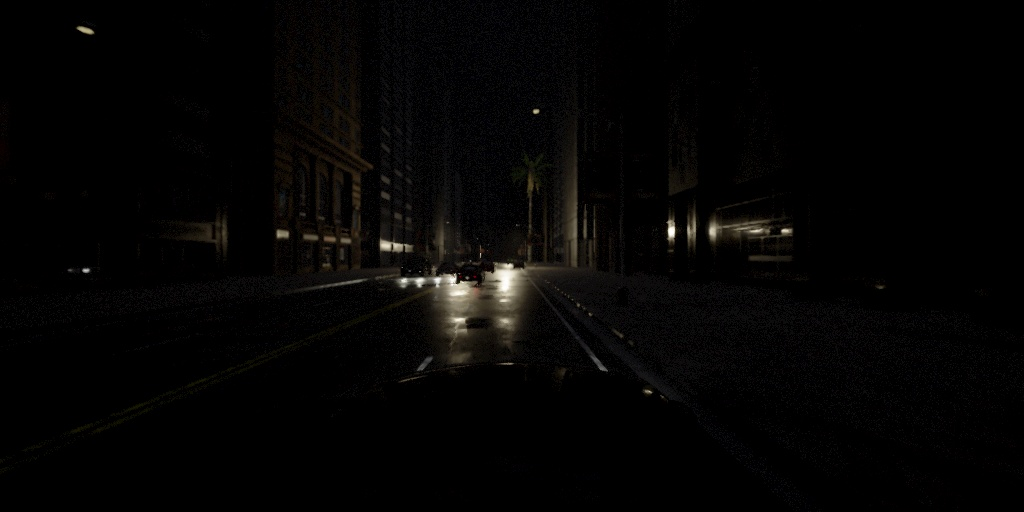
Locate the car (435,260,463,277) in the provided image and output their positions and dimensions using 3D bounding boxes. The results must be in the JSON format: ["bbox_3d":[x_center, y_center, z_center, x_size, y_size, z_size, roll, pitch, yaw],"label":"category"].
[{"bbox_3d":[-6.586,1.401,36.958,1.812,1.442,4.674,0,0,0],"label":"car"}]

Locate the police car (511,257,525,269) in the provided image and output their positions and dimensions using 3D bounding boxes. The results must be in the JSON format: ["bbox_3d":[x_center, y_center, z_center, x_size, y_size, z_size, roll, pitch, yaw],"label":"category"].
[{"bbox_3d":[1.145,1.390,60.155,1.930,1.638,5.238,0,0,0],"label":"police car"}]

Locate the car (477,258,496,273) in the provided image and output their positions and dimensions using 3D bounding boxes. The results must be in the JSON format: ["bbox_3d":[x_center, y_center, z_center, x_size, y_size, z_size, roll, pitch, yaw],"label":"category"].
[{"bbox_3d":[-3.146,1.384,45.584,1.882,1.535,5.008,0,0,0],"label":"car"}]

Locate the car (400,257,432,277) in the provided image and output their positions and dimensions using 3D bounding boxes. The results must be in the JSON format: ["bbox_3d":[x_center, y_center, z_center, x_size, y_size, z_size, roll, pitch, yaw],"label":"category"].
[{"bbox_3d":[-9.837,1.098,37.320,2.150,2.045,5.566,0,0,0],"label":"car"}]

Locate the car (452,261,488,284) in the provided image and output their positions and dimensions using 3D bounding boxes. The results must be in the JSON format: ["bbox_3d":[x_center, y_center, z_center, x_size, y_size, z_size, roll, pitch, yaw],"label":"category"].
[{"bbox_3d":[-3.147,1.367,27.611,1.812,1.442,4.674,0,0,0],"label":"car"}]
